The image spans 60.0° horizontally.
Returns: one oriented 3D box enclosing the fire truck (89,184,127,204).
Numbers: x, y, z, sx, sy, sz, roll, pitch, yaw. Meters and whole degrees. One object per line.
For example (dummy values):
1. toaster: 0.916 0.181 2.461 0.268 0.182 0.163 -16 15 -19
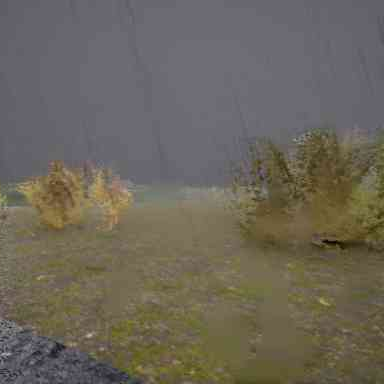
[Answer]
1. fire truck: -16.660 0.296 65.227 2.891 3.827 8.468 -1 0 35
